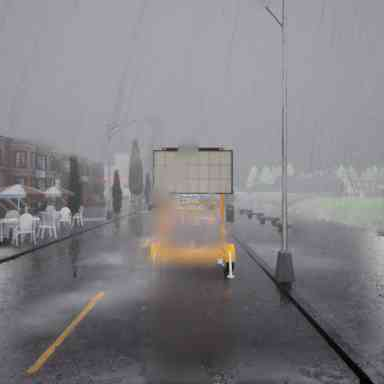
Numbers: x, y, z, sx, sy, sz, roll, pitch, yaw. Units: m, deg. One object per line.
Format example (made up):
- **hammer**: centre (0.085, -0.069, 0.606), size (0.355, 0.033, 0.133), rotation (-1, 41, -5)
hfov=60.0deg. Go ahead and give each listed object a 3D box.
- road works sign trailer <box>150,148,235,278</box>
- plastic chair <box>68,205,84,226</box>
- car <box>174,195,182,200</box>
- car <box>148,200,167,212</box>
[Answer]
- **road works sign trailer**: centre (0.024, 0.464, 10.141), size (2.380, 3.560, 2.880), rotation (0, 0, 0)
- **plastic chair**: centre (-7.396, 1.506, 21.185), size (0.730, 1.271, 0.750), rotation (0, 0, -40)
- **car**: centre (-3.791, 1.496, 90.150), size (2.128, 1.511, 4.902), rotation (0, 0, 0)
- **car**: centre (-4.009, 1.600, 39.077), size (1.895, 1.301, 4.718), rotation (0, 0, 0)
